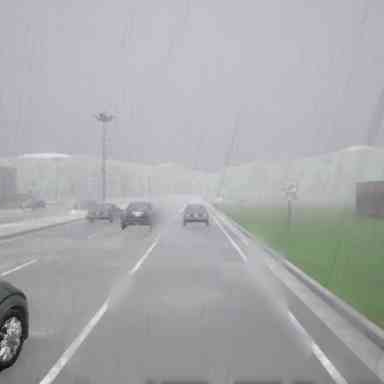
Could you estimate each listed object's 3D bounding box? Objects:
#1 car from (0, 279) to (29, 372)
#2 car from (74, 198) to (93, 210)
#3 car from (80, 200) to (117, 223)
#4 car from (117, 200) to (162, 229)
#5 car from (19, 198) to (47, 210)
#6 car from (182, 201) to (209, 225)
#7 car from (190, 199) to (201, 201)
[{"bbox_3d":[-3.329,1.356,2.832,2.097,1.767,4.553,0,0,0],"label":"car"},{"bbox_3d":[-14.652,1.591,45.642,2.128,1.511,4.902,0,0,1],"label":"car"},{"bbox_3d":[-6.703,1.604,26.170,2.033,1.411,5.357,0,0,0],"label":"car"},{"bbox_3d":[-3.234,1.402,21.989,2.097,1.767,4.553,0,0,0],"label":"car"},{"bbox_3d":[-21.656,1.581,45.451,2.128,1.511,4.902,0,0,1],"label":"car"},{"bbox_3d":[0.282,1.607,24.260,2.033,1.411,5.357,0,0,0],"label":"car"},{"bbox_3d":[0.418,1.627,41.488,1.812,1.442,4.674,0,0,0],"label":"car"}]
